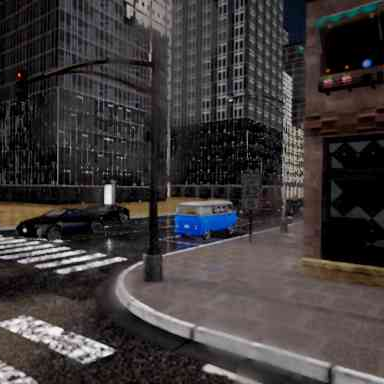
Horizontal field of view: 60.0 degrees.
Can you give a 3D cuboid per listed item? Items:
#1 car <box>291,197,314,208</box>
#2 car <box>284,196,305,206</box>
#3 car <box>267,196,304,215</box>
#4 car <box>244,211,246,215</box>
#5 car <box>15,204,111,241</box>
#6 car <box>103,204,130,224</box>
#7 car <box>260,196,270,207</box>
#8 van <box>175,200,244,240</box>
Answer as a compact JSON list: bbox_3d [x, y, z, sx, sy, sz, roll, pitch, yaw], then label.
[{"bbox_3d":[16.067,1.451,48.173,1.994,1.385,4.181,1,1,36],"label":"car"},{"bbox_3d":[16.419,1.364,53.289,1.752,1.417,4.829,1,1,36],"label":"car"},{"bbox_3d":[9.776,1.459,34.022,1.837,1.490,4.892,1,1,36],"label":"car"},{"bbox_3d":[3.403,1.443,30.599,1.812,1.442,4.674,1,1,36],"label":"car"},{"bbox_3d":[-6.408,1.516,16.522,1.994,1.385,4.181,1,1,32],"label":"car"},{"bbox_3d":[-5.987,1.467,21.910,1.947,1.339,4.313,1,1,36],"label":"car"},{"bbox_3d":[10.088,1.294,44.421,1.967,1.590,4.097,1,1,36],"label":"car"},{"bbox_3d":[0.835,1.368,17.037,1.690,1.788,3.998,1,1,36],"label":"van"}]
